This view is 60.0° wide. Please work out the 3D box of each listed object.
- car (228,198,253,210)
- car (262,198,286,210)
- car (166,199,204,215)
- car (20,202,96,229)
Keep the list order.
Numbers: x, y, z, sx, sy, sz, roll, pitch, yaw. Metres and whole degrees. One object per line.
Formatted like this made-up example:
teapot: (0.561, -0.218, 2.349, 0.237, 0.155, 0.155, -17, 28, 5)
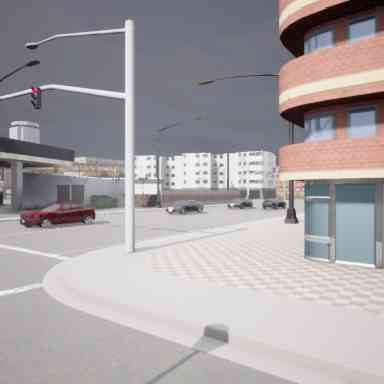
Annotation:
car: (6.419, 1.492, 43.794, 2.128, 1.511, 4.902, 0, 0, 35)
car: (10.839, 1.491, 43.727, 2.128, 1.511, 4.902, 0, 0, 35)
car: (-0.663, 1.492, 33.565, 2.128, 1.511, 4.902, 0, 0, 35)
car: (-8.674, 1.478, 21.913, 1.882, 1.535, 5.008, 0, 0, 34)
